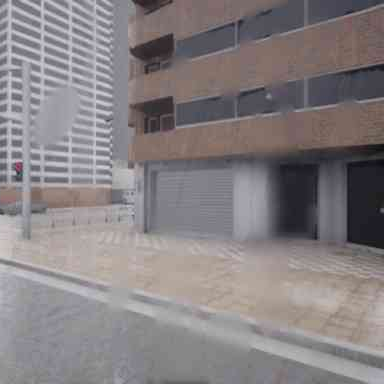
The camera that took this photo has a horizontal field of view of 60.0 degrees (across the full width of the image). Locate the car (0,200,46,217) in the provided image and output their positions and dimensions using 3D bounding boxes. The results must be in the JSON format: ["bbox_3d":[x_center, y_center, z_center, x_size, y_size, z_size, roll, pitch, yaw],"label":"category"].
[{"bbox_3d":[-15.757,1.481,30.811,1.994,1.385,4.181,0,0,36],"label":"car"}]
